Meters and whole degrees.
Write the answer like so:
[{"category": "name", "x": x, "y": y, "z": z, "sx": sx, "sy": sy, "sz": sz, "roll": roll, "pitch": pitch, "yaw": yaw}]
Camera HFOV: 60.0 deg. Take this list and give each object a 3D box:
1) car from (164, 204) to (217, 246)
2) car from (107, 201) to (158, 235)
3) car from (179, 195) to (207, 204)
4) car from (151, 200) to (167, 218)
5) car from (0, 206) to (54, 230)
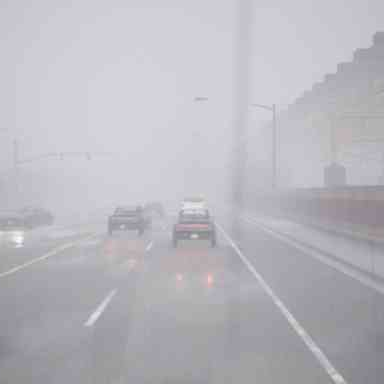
[{"category": "car", "x": 0.100, "y": 1.503, "z": 15.234, "sx": 2.128, "sy": 1.511, "sz": 4.902, "roll": 0, "pitch": 0, "yaw": 0}, {"category": "car", "x": -3.401, "y": 1.504, "z": 18.811, "sx": 2.128, "sy": 1.511, "sz": 4.902, "roll": 0, "pitch": 0, "yaw": 0}, {"category": "car", "x": 0.099, "y": 1.242, "z": 28.648, "sx": 2.150, "sy": 2.045, "sz": 5.566, "roll": 0, "pitch": 0, "yaw": 0}, {"category": "car", "x": -3.405, "y": 1.527, "z": 30.533, "sx": 1.837, "sy": 1.490, "sz": 4.892, "roll": 0, "pitch": 0, "yaw": 0}, {"category": "car", "x": -10.548, "y": 1.579, "z": 21.304, "sx": 1.994, "sy": 1.385, "sz": 4.181, "roll": 0, "pitch": 0, "yaw": 1}]
